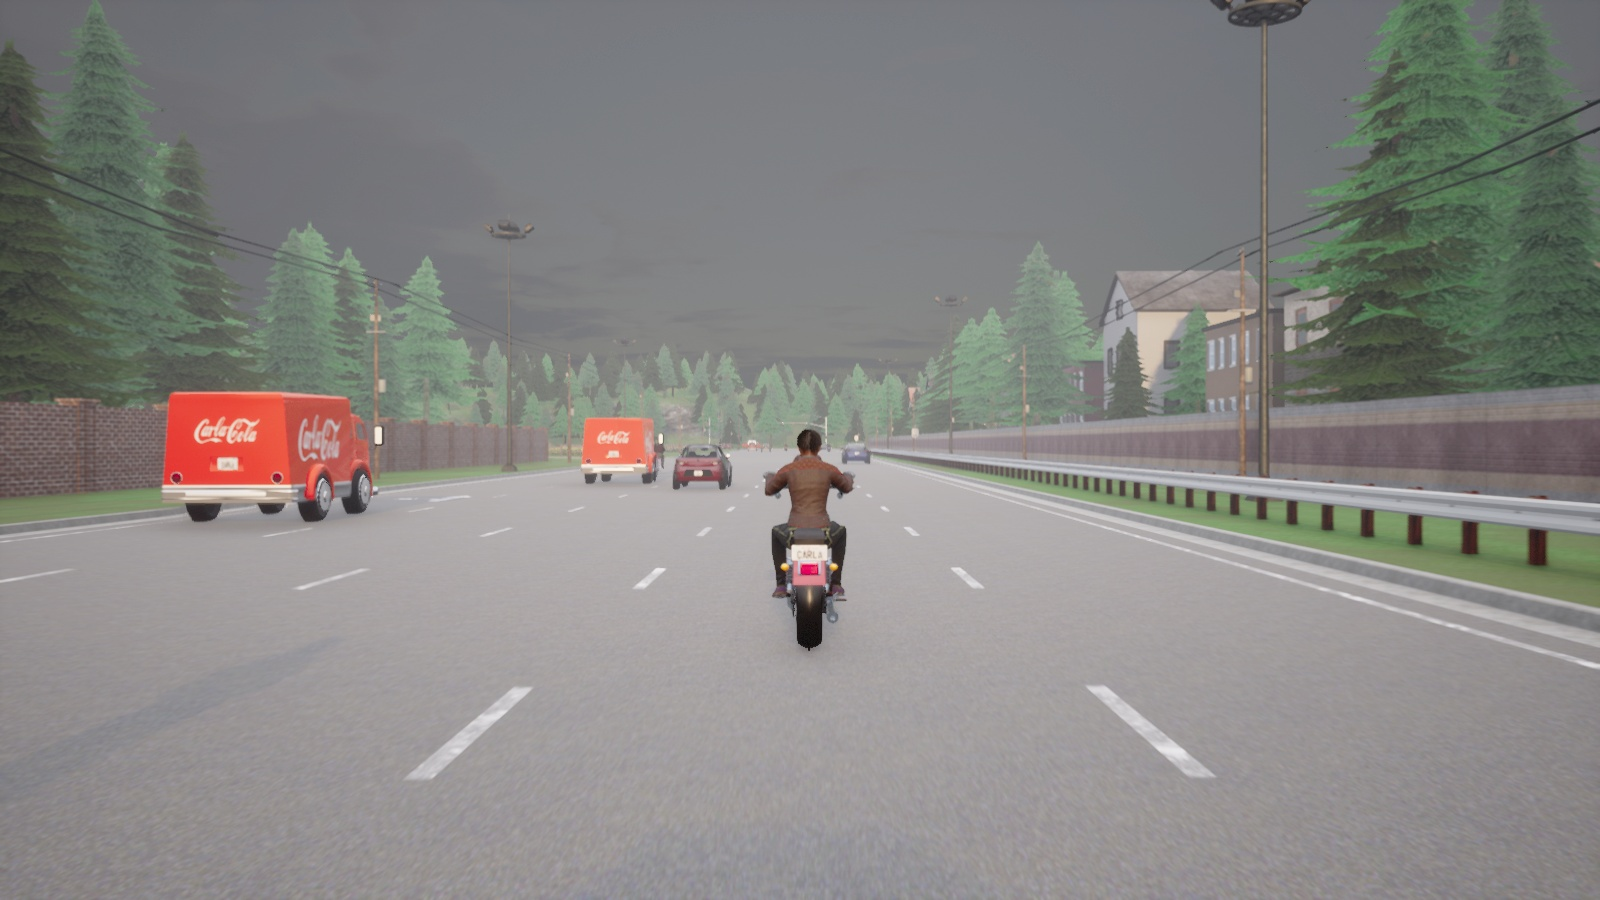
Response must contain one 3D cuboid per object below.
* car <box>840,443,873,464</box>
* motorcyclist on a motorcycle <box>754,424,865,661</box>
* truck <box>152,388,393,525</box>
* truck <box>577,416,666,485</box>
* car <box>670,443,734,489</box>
[{"bbox_3d":[4.032,0.218,90.607,2.163,1.488,4.792,0,0,0],"label":"car"},{"bbox_3d":[0.072,0.639,9.917,0.766,1.649,2.350,0,0,0],"label":"motorcyclist on a motorcycle"},{"bbox_3d":[-10.340,0.104,25.197,2.627,2.467,5.204,0,0,0],"label":"truck"},{"bbox_3d":[-6.711,-0.021,47.826,2.627,2.467,5.204,0,1,0],"label":"truck"},{"bbox_3d":[-3.244,0.510,42.160,1.816,1.474,4.193,0,0,0],"label":"car"}]
